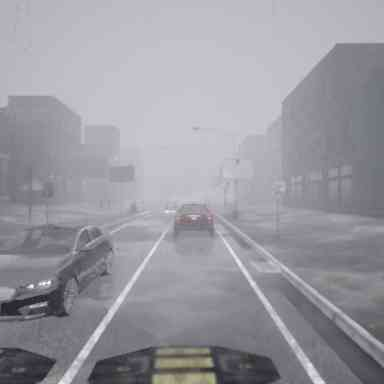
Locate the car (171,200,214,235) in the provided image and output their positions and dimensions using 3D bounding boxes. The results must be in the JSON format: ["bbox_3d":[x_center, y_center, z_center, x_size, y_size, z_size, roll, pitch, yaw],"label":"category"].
[{"bbox_3d":[0.099,1.367,18.978,2.097,1.767,4.553,0,0,0],"label":"car"}]

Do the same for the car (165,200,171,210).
[{"bbox_3d":[-3.071,1.970,50.471,2.128,1.511,4.902,0,-1,0],"label":"car"}]

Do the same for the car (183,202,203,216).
[{"bbox_3d":[0.093,1.801,37.091,2.033,1.411,5.357,0,-1,0],"label":"car"}]

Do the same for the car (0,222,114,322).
[{"bbox_3d":[-3.100,1.495,7.528,2.128,1.511,4.902,0,0,0],"label":"car"}]
